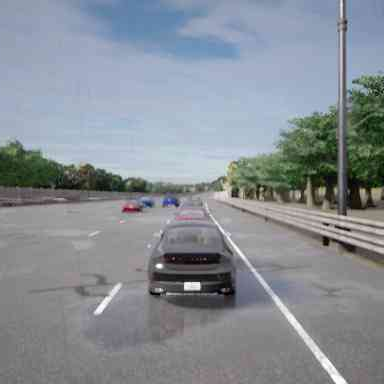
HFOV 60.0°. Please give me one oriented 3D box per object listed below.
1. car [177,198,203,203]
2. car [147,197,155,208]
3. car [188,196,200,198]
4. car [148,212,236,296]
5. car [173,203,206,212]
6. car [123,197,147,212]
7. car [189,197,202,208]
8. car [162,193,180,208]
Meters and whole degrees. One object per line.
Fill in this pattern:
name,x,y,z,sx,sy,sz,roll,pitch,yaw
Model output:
car,0.008,1.470,27.100,1.837,1.490,4.892,0,0,0
car,-6.485,1.509,47.968,1.882,1.535,5.008,0,0,2
car,0.251,1.317,38.927,2.097,1.767,4.553,0,0,1
car,0.002,1.487,8.581,1.837,1.490,4.892,0,0,0
car,0.010,1.491,17.214,1.812,1.442,4.674,0,0,0
car,-6.737,1.569,38.311,1.994,1.385,4.181,0,0,-2
car,0.550,1.521,48.767,1.812,1.442,4.674,0,0,2
car,-2.974,1.234,48.417,2.150,2.045,5.566,0,0,3
